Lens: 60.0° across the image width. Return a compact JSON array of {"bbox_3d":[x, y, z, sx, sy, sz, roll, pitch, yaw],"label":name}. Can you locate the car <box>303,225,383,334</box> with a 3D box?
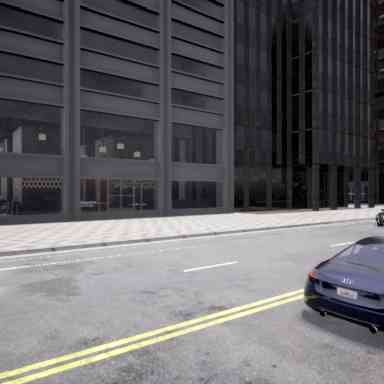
[{"bbox_3d":[4.061,1.563,6.410,4.181,1.385,1.994,0,0,-36],"label":"car"}]

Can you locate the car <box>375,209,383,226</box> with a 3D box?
[{"bbox_3d":[13.909,1.504,21.848,4.892,1.490,1.837,0,0,-36],"label":"car"}]
